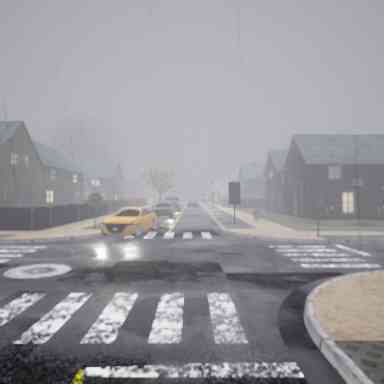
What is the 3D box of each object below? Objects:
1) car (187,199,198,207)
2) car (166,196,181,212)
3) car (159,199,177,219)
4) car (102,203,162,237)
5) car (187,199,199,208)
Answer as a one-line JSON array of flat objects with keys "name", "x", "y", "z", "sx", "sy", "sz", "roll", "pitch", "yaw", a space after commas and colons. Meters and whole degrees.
[{"name": "car", "x": 0.125, "y": 2.189, "z": 66.309, "sx": 2.033, "sy": 1.411, "sz": 5.357, "roll": 0, "pitch": -1, "yaw": 0}, {"name": "car", "x": -2.752, "y": 1.616, "z": 46.275, "sx": 2.150, "sy": 2.045, "sz": 5.566, "roll": 0, "pitch": -1, "yaw": 0}, {"name": "car", "x": -2.785, "y": 1.735, "z": 32.822, "sx": 1.882, "sy": 1.535, "sz": 5.008, "roll": 0, "pitch": -1, "yaw": 0}, {"name": "car", "x": -3.452, "y": 1.620, "z": 19.255, "sx": 1.882, "sy": 1.535, "sz": 5.008, "roll": 0, "pitch": -1, "yaw": 10}, {"name": "car", "x": 0.162, "y": 2.077, "z": 56.331, "sx": 1.994, "sy": 1.385, "sz": 4.181, "roll": 0, "pitch": -1, "yaw": 1}]
